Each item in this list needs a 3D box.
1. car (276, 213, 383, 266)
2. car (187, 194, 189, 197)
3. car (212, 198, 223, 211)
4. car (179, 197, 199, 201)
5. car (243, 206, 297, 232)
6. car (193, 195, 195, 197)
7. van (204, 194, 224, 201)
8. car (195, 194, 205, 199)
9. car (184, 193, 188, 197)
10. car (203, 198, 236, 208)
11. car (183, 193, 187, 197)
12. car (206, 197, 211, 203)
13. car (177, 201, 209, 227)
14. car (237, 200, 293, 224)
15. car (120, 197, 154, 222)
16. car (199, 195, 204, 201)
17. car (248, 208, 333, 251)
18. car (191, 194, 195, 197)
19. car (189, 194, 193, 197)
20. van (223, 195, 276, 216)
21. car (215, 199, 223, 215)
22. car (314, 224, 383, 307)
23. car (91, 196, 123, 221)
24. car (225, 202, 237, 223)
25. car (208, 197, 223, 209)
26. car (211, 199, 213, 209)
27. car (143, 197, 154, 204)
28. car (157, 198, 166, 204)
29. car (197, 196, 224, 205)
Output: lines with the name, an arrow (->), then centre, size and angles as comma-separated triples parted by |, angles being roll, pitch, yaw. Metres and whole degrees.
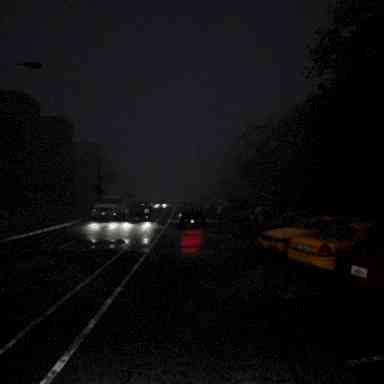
car -> 5.484, 1.564, 10.061 | 5.366, 1.575, 1.946 | 1, -1, -20
car -> 2.134, 1.801, 81.162 | 5.008, 1.535, 2.097 | 1, 0, -25
car -> 5.179, 1.667, 33.834 | 5.366, 1.575, 1.946 | 1, 0, -22
car -> -0.542, 1.759, 42.466 | 1.994, 1.385, 4.181 | 0, 0, -2
car -> 5.307, 1.601, 15.939 | 4.892, 1.521, 2.231 | 1, 0, -20
car -> 3.362, 1.738, 66.357 | 4.892, 1.521, 2.231 | 1, 0, -24
van -> 4.466, 1.458, 45.552 | 4.442, 1.987, 1.878 | 1, 0, -23
car -> 3.974, 1.458, 57.483 | 5.566, 2.045, 2.435 | 1, 0, -24
car -> 1.257, 1.851, 90.031 | 5.008, 1.535, 2.097 | 1, 0, -26
car -> 4.283, 1.735, 51.534 | 4.674, 1.452, 2.002 | 1, 0, -23
car -> 0.924, 1.868, 92.990 | 5.008, 1.535, 2.097 | 1, -1, -26
car -> 4.694, 1.721, 42.633 | 4.674, 1.452, 2.002 | 1, 0, -23
car -> -0.013, 1.659, 24.124 | 1.837, 1.490, 4.892 | 0, 0, -1
car -> 5.252, 1.489, 18.903 | 4.553, 1.767, 2.185 | 1, -1, -21
car -> -4.445, 1.521, 28.469 | 2.097, 1.767, 4.553 | 0, 0, -1
car -> 4.261, 1.684, 48.494 | 5.366, 1.575, 1.946 | 1, 0, -23
car -> 5.136, 1.578, 12.902 | 5.366, 1.575, 1.946 | 1, 0, -20
car -> 2.869, 1.789, 72.271 | 4.792, 1.488, 2.163 | 1, 0, -25
car -> 2.645, 1.773, 75.247 | 5.008, 1.535, 2.097 | 1, -1, -25
van -> 5.261, 1.427, 27.873 | 4.442, 1.987, 1.878 | 1, 0, -21
car -> 5.078, 1.660, 30.796 | 5.008, 1.535, 2.097 | 1, 0, -22
car -> 5.331, 1.573, 7.045 | 4.792, 1.488, 2.163 | 1, -1, -20
car -> -7.268, 1.396, 29.731 | 2.150, 2.045, 5.566 | 0, 0, -1
car -> 5.207, 1.681, 24.853 | 4.674, 1.452, 2.002 | 1, 0, -21
car -> 4.788, 1.718, 39.680 | 4.674, 1.452, 2.002 | 0, 0, -22
car -> 4.905, 1.714, 36.734 | 4.674, 1.452, 2.002 | 1, 0, -22
car -> -9.397, 1.819, 72.079 | 1.994, 1.385, 4.181 | 0, 0, -5
car -> -6.429, 1.859, 70.059 | 1.895, 1.301, 4.718 | 0, 0, -4
car -> 3.532, 1.601, 63.388 | 4.553, 1.767, 2.185 | 1, -1, -24
